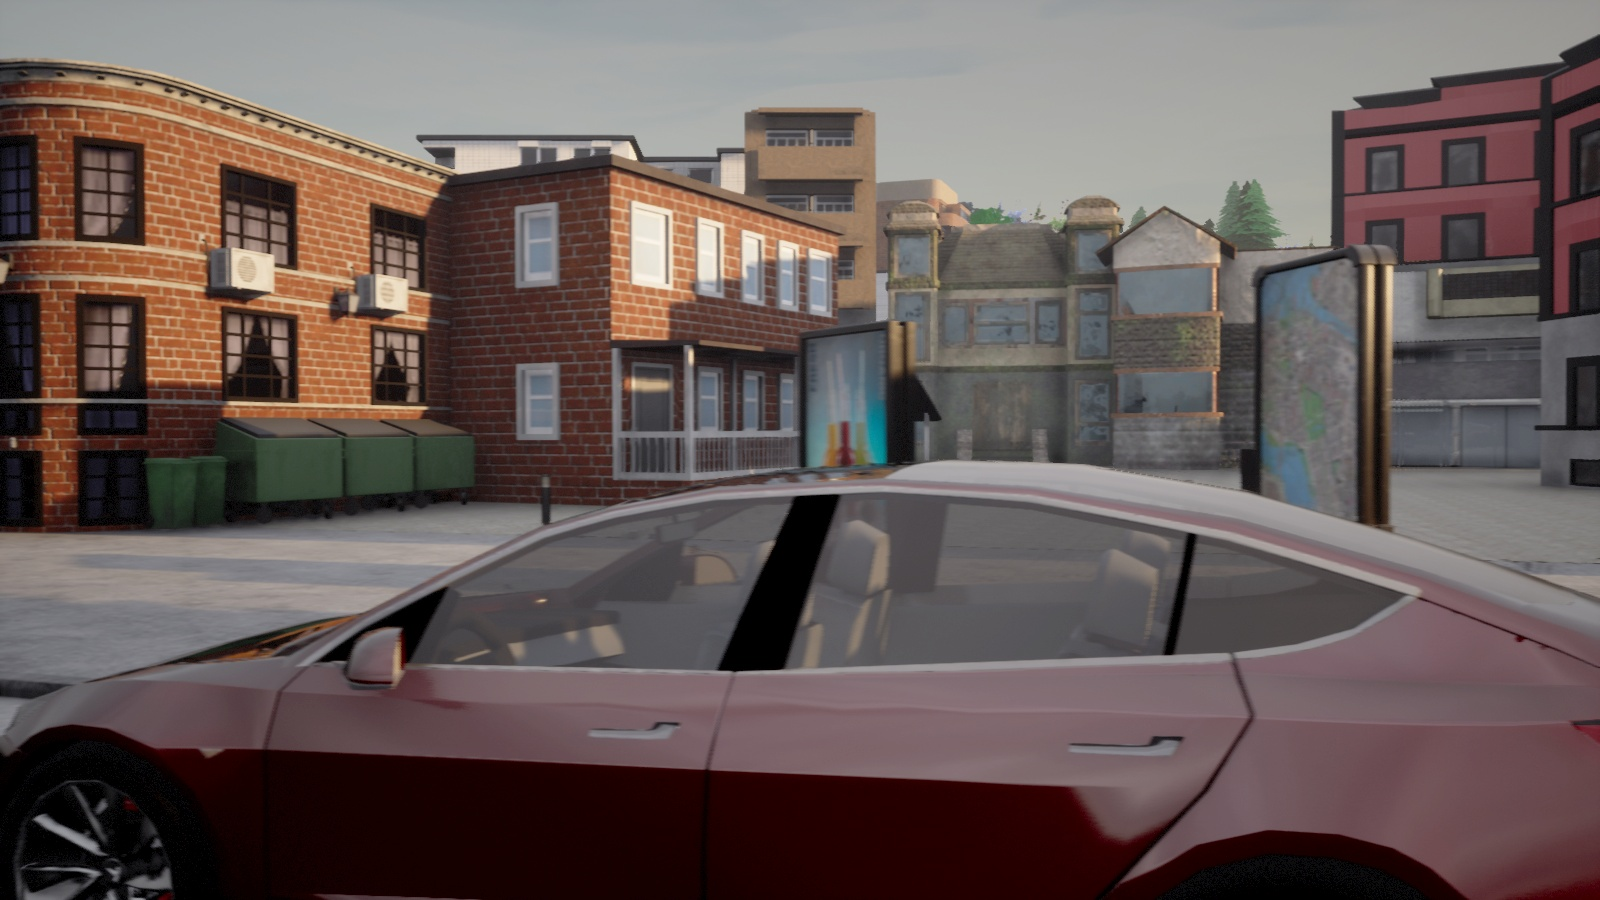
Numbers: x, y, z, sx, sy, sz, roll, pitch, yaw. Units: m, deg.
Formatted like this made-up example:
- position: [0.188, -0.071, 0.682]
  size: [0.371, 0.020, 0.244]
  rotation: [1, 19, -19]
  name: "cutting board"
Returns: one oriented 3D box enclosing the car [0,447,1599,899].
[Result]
- position: [-0.210, 0.765, 3.790]
  size: [4.792, 1.488, 2.163]
  rotation: [1, 1, 19]
  name: "car"
